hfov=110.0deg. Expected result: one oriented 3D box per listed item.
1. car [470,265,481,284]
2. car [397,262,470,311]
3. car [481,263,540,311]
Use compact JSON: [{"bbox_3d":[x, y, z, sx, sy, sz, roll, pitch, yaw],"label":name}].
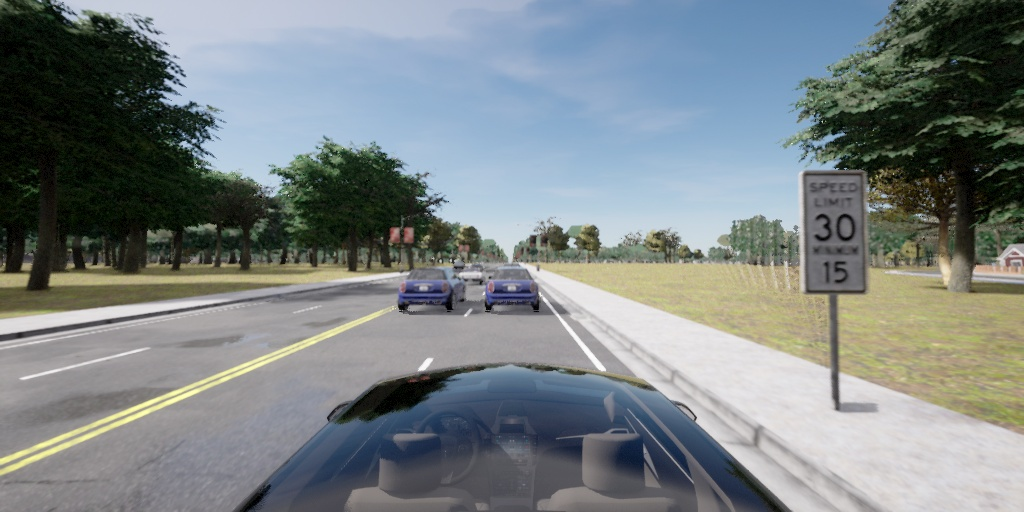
[{"bbox_3d":[-3.246,1.627,30.129,1.895,1.301,4.718,0,-1,0],"label":"car"},{"bbox_3d":[-3.237,1.236,15.309,2.097,1.767,4.553,0,-1,0],"label":"car"},{"bbox_3d":[0.013,1.236,15.311,2.097,1.767,4.553,0,-1,0],"label":"car"}]
